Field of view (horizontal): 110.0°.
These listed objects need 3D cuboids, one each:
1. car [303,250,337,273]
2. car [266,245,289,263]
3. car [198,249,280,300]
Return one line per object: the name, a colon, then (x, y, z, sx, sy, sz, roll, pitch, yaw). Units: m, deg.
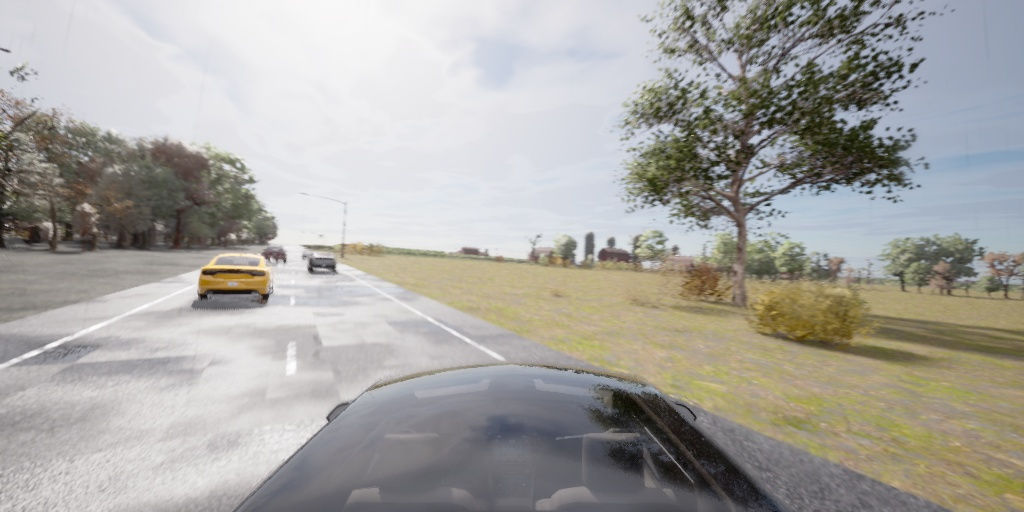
car: (-14.935, 0.420, 28.185, 2.128, 1.511, 4.902, 4, 0, -31)
car: (-24.059, -0.255, 36.498, 2.097, 1.767, 4.553, 4, 0, -31)
car: (-10.024, 0.652, 13.356, 1.882, 1.535, 5.008, 4, 0, -31)
